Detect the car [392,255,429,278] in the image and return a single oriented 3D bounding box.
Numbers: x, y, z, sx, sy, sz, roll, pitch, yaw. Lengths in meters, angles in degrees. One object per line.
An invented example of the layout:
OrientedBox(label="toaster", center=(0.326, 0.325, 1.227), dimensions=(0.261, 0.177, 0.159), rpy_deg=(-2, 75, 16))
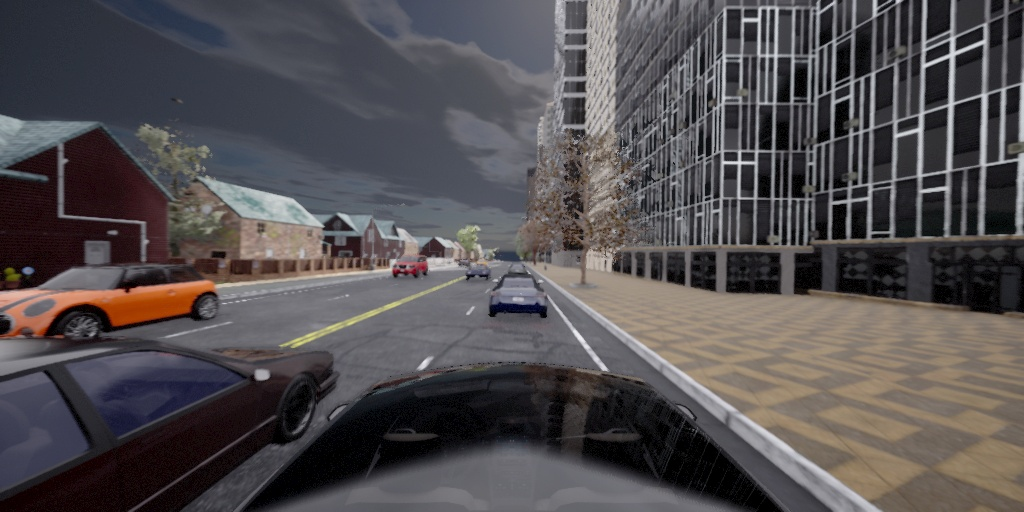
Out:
OrientedBox(label="car", center=(-9.359, 0.911, 33.526), dimensions=(2.150, 2.045, 5.566), rpy_deg=(1, 0, 1))

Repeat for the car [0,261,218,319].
OrientedBox(label="car", center=(-9.782, 0.977, 8.736), dimensions=(2.097, 1.767, 4.553), rpy_deg=(1, 0, 1))

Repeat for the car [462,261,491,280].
OrientedBox(label="car", center=(-2.793, 1.378, 31.055), dimensions=(1.895, 1.301, 4.718), rpy_deg=(1, 0, 1))

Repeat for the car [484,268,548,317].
OrientedBox(label="car", center=(0.225, 1.338, 13.295), dimensions=(1.994, 1.385, 4.181), rpy_deg=(1, 0, 1))

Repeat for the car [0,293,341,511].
OrientedBox(label="car", center=(-3.171, 1.255, 2.191), dimensions=(2.033, 1.411, 5.357), rpy_deg=(1, 0, 1))

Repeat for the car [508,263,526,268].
OrientedBox(label="car", center=(0.539, 1.409, 37.277), dimensions=(1.994, 1.385, 4.181), rpy_deg=(1, 0, 1))
